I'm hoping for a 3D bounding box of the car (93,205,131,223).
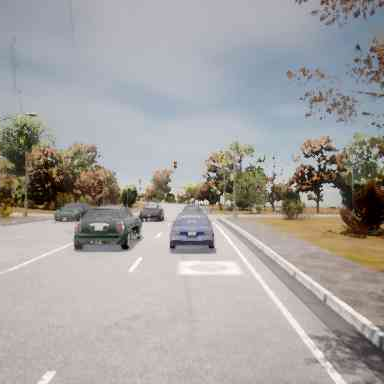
[{"bbox_3d":[-7.001,1.923,29.693,2.033,1.411,5.357,0,-2,0],"label":"car"}]

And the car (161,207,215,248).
[{"bbox_3d":[0.000,1.581,14.671,2.033,1.411,5.357,0,0,0],"label":"car"}]

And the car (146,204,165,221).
[{"bbox_3d":[-3.501,1.816,29.698,2.128,1.511,4.902,0,-2,0],"label":"car"}]

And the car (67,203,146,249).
[{"bbox_3d":[-3.500,1.383,14.642,2.097,1.767,4.553,0,0,0],"label":"car"}]

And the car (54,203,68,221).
[{"bbox_3d":[-10.501,1.726,29.730,2.097,1.767,4.553,0,-2,0],"label":"car"}]
